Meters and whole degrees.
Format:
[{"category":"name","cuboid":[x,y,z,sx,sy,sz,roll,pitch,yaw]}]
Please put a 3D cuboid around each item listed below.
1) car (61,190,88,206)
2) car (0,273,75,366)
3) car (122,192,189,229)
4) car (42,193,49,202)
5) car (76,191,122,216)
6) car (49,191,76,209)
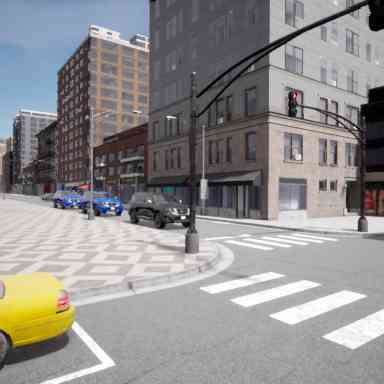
[{"category":"car","cuboid":[-16.672,0.813,46.986,2.150,2.045,5.566,1,0,-36]},{"category":"car","cuboid":[-3.972,1.525,3.919,4.829,1.417,1.752,0,1,-36]},{"category":"car","cuboid":[-2.064,1.052,20.784,2.150,2.045,5.566,1,0,-35]},{"category":"car","cuboid":[-25.540,0.944,59.518,2.128,1.511,4.902,1,0,-36]},{"category":"car","cuboid":[-8.008,0.959,29.193,2.150,2.045,5.566,1,0,-35]},{"category":"car","cuboid":[-14.205,0.861,37.977,2.150,2.045,5.566,1,0,-35]}]
